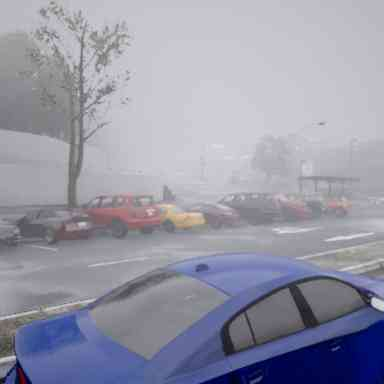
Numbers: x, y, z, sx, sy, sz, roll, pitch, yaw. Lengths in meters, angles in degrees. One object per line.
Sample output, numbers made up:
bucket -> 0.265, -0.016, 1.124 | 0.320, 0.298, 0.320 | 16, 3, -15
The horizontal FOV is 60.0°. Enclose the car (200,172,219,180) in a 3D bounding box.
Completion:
car -> 4.998, -3.831, 85.750 | 1.946, 1.575, 5.366 | 6, 4, 34

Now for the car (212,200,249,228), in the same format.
car -> 0.781, 1.395, 20.703 | 4.674, 1.452, 2.002 | -1, 0, 35

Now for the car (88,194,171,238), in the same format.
car -> -4.155, 1.168, 17.256 | 5.566, 2.045, 2.435 | -1, 0, 35

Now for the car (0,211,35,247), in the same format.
car -> -9.024, 1.485, 13.776 | 4.892, 1.521, 2.231 | -1, -1, 35

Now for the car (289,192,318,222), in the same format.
car -> 5.725, 1.041, 24.153 | 5.566, 2.045, 2.435 | -1, -1, 35

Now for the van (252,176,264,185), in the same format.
van -> 15.235, -2.413, 70.716 | 1.878, 1.987, 4.442 | 7, 4, 35

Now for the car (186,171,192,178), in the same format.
car -> 1.356, -4.503, 90.478 | 2.185, 1.767, 4.553 | 6, 3, 34

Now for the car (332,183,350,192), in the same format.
car -> 25.614, -0.511, 56.016 | 2.002, 1.452, 4.674 | 6, 4, 35

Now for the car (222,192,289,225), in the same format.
car -> 3.208, 1.073, 22.453 | 5.566, 2.045, 2.435 | -1, 0, 35

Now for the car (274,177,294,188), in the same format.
car -> 18.722, -1.642, 65.880 | 2.231, 1.521, 4.892 | 6, 4, 35

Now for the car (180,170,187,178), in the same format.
car -> -0.371, -4.739, 92.950 | 2.185, 1.767, 4.553 | 4, 1, 34

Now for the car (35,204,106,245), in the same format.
car -> -6.601, 1.480, 15.517 | 4.792, 1.488, 2.163 | -1, 0, 35

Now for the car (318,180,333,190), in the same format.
car -> 23.923, -1.074, 58.488 | 2.435, 2.045, 5.566 | 6, 4, 35

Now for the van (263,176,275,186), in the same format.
van -> 16.962, -2.140, 68.243 | 1.878, 1.987, 4.442 | 7, 4, 35

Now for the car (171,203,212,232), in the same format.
car -> -1.829, 1.387, 19.080 | 5.366, 1.575, 1.946 | -1, 0, 35

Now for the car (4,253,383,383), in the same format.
car -> 0.780, 1.447, 3.682 | 5.008, 1.535, 1.882 | -1, 1, -35

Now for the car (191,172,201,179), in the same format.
car -> 3.147, -4.352, 88.010 | 2.435, 2.045, 5.566 | 7, 4, 34

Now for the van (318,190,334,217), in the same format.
van -> 8.267, 1.034, 25.818 | 4.442, 1.987, 1.878 | -1, -1, 35

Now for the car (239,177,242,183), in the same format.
car -> 11.837, -2.695, 75.772 | 2.002, 1.452, 4.674 | 7, 4, 35

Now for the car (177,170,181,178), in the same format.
car -> -2.141, -5.015, 95.299 | 2.435, 2.045, 5.566 | 1, -1, 35

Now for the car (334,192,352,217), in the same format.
car -> 10.681, 1.104, 27.564 | 4.553, 1.767, 2.185 | -1, 0, 35

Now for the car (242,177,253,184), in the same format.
car -> 13.666, -2.465, 73.450 | 1.946, 1.575, 5.366 | 6, 4, 35

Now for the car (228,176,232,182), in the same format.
car -> 10.097, -2.969, 78.236 | 2.002, 1.452, 4.674 | 6, 4, 35
